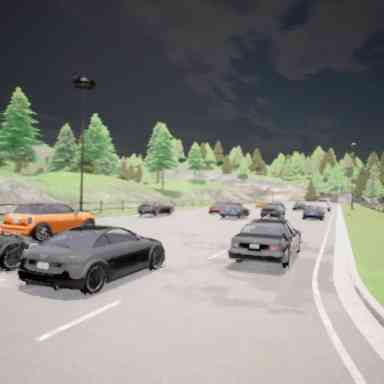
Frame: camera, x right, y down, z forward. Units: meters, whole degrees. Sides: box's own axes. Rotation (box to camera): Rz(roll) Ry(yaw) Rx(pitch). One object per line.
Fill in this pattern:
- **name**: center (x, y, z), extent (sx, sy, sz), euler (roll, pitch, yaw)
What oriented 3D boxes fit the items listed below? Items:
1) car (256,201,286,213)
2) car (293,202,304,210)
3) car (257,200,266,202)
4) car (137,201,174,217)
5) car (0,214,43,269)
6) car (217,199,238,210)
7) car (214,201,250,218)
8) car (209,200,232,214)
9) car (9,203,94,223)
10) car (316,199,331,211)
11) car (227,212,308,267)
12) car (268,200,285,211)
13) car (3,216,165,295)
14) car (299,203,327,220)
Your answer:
- **car**: center (7.918, 1.921, 32.464), extent (1.837, 1.490, 4.892), euler (1, 0, 24)
- **car**: center (17.966, 2.362, 55.407), extent (2.033, 1.411, 5.357), euler (1, 0, 24)
- **car**: center (13.244, 2.223, 62.066), extent (1.882, 1.535, 5.008), euler (1, 0, 24)
- **car**: center (-3.449, 1.632, 32.676), extent (2.128, 1.511, 4.902), euler (1, 0, 24)
- **car**: center (-6.371, 1.469, 8.566), extent (1.994, 1.385, 4.181), euler (1, 0, 24)
- **car**: center (5.754, 1.986, 53.912), extent (1.882, 1.535, 5.008), euler (1, 0, 24)
- **car**: center (4.292, 1.877, 32.913), extent (2.033, 1.411, 5.357), euler (1, 0, 24)
- **car**: center (3.550, 1.924, 39.938), extent (1.994, 1.385, 4.181), euler (1, 0, 24)
- **car**: center (-6.782, 1.301, 16.340), extent (2.097, 1.767, 4.553), euler (1, 0, 24)
- **car**: center (22.176, 2.144, 56.280), extent (2.150, 2.045, 5.566), euler (1, 0, 24)
- **car**: center (2.844, 1.700, 12.160), extent (2.033, 1.411, 5.357), euler (1, 0, 24)
- **car**: center (13.999, 2.194, 55.067), extent (1.882, 1.535, 5.008), euler (1, 0, 24)
- **car**: center (-2.389, 1.568, 8.937), extent (1.994, 1.385, 4.181), euler (1, 0, 24)
- **car**: center (12.692, 2.109, 34.645), extent (1.994, 1.385, 4.181), euler (1, 0, 24)
